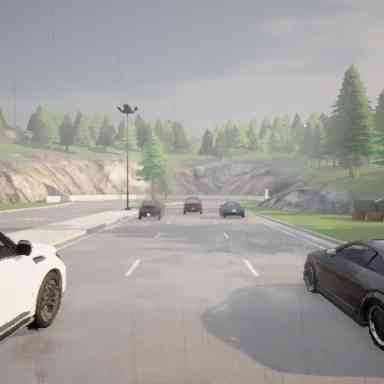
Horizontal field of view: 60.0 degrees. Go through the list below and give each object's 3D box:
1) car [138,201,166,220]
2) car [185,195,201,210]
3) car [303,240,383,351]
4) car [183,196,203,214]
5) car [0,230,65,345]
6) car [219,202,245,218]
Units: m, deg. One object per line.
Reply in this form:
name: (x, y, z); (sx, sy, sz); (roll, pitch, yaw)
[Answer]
car: (-3.400, 1.504, 28.435); (1.837, 1.490, 4.892); (0, 0, 0)
car: (0.178, 1.351, 44.143); (2.097, 1.767, 4.553); (0, 0, 1)
car: (3.598, 1.564, 6.139); (1.994, 1.385, 4.181); (0, 0, 0)
car: (0.092, 1.477, 34.894); (1.882, 1.535, 5.008); (0, 0, 0)
car: (-3.401, 1.219, 3.766); (2.150, 2.045, 5.566); (0, 0, 0)
car: (3.600, 1.563, 30.459); (1.994, 1.385, 4.181); (0, 0, 0)
